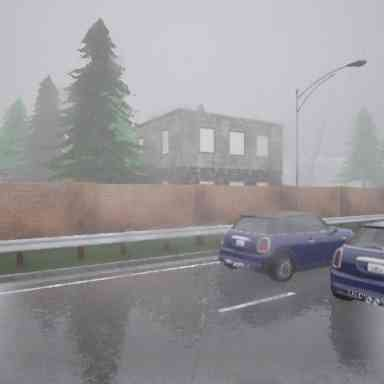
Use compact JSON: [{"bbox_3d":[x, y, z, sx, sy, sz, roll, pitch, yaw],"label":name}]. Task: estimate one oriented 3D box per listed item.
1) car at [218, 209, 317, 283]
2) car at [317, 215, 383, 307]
[{"bbox_3d":[3.044,1.353,9.868,4.553,1.767,2.097,0,0,-33],"label":"car"},{"bbox_3d":[5.001,1.352,6.968,4.553,1.767,2.097,0,0,-33],"label":"car"}]
